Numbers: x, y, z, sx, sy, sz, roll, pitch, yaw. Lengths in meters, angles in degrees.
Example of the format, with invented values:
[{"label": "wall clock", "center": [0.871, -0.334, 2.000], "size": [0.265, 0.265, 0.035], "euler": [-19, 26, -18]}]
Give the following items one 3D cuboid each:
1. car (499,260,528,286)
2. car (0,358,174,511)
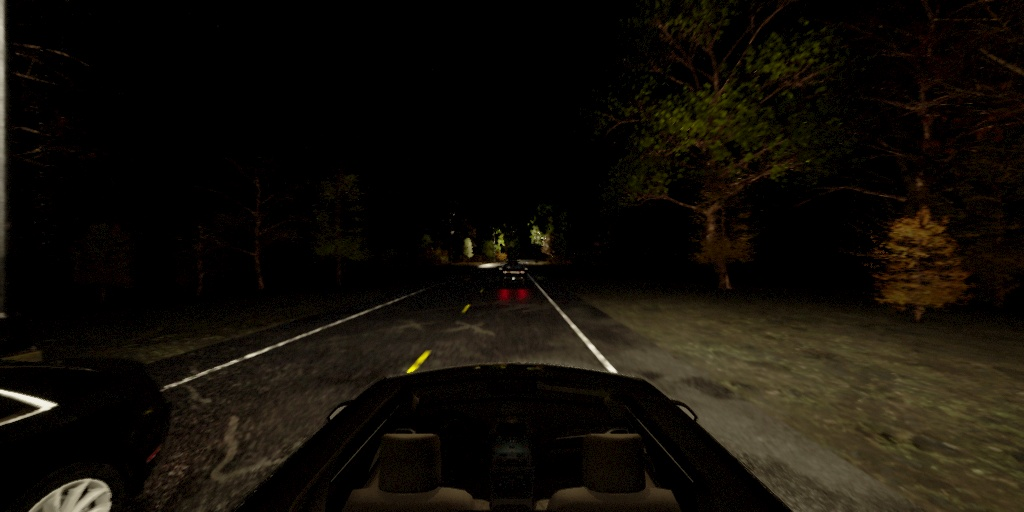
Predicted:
[{"label": "car", "center": [0.103, 1.256, 25.701], "size": [2.128, 1.511, 4.902], "euler": [0, 0, 0]}, {"label": "car", "center": [-3.597, 1.255, 0.761], "size": [1.837, 1.490, 4.892], "euler": [0, 0, 0]}]
